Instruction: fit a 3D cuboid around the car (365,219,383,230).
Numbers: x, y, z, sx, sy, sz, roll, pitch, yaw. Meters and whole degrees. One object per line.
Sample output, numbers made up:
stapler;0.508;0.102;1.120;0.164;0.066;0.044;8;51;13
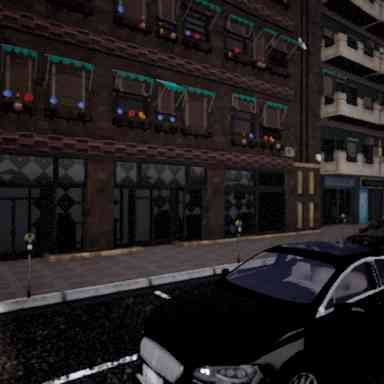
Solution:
car;7.062;1.612;11.569;4.313;1.339;1.947;0;0;-35

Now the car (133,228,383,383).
car;1.628;1.506;4.531;4.902;1.511;2.128;0;0;-35
